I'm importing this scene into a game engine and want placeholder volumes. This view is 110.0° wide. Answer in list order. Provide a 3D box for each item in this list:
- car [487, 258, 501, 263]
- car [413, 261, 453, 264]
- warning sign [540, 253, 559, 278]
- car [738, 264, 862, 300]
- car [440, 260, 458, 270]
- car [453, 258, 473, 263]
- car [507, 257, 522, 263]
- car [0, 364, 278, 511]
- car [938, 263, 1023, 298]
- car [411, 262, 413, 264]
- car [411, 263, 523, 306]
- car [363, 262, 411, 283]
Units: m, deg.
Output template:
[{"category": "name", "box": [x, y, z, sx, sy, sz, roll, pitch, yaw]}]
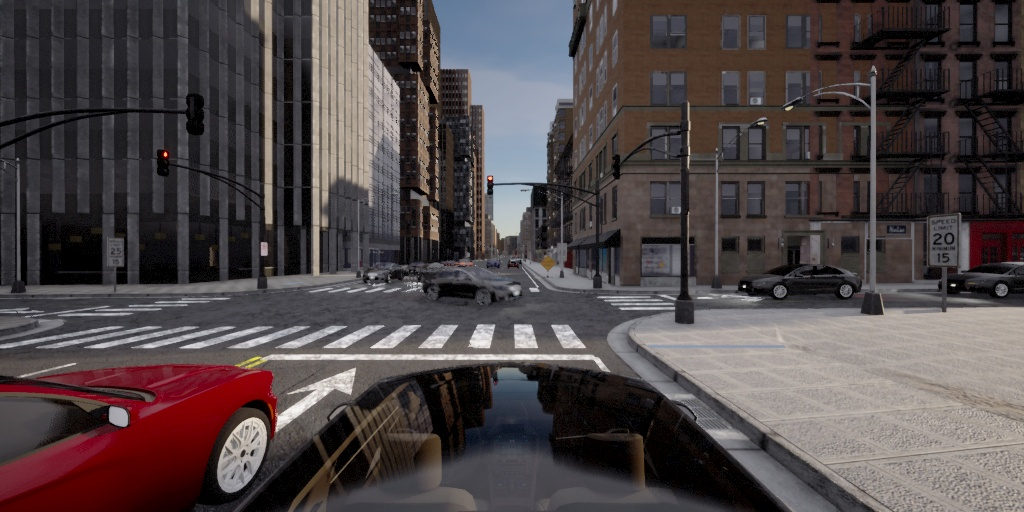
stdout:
[{"category": "car", "box": [-3.054, 1.118, 59.451, 2.097, 1.767, 4.553, 0, 0, 1]}, {"category": "car", "box": [-6.534, 1.258, 30.011, 1.837, 1.490, 4.892, 0, 0, 0]}, {"category": "warning sign", "box": [2.915, 0.868, 29.098, 1.300, 1.860, 1.060, 0, 0, 0]}, {"category": "car", "box": [12.907, 1.116, 16.232, 4.892, 1.490, 1.837, 0, 0, -1]}, {"category": "car", "box": [-9.684, 1.365, 55.743, 1.895, 1.301, 4.718, 0, 0, 1]}, {"category": "car", "box": [-6.475, 1.113, 48.862, 2.097, 1.767, 4.553, 0, 0, 0]}, {"category": "car", "box": [0.189, 1.271, 58.703, 1.837, 1.490, 4.892, 0, 0, 0]}, {"category": "car", "box": [-3.154, 1.228, 1.379, 1.882, 1.535, 5.008, 0, 0, 0]}, {"category": "car", "box": [22.304, 1.048, 16.149, 4.892, 1.490, 1.837, 0, 0, 0]}, {"category": "car", "box": [-9.758, 1.320, 37.093, 1.994, 1.385, 4.181, 0, 0, 1]}, {"category": "car", "box": [-1.833, 1.218, 15.616, 4.902, 1.511, 2.128, 0, 1, 35]}, {"category": "car", "box": [-9.800, 1.244, 27.655, 2.128, 1.511, 4.902, 0, 0, 1]}]
